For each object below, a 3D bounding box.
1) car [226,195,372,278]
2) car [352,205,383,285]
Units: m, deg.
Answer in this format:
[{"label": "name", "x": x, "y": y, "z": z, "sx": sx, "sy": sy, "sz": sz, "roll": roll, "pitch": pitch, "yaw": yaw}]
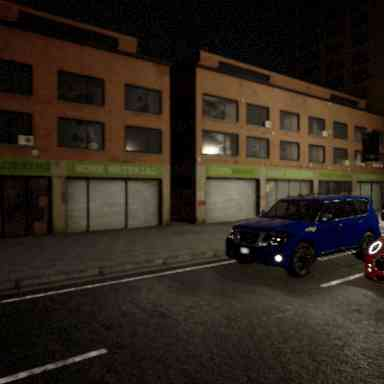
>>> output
[{"label": "car", "x": 3.613, "y": 1.138, "z": 10.245, "sx": 5.566, "sy": 2.045, "sz": 2.150, "roll": -1, "pitch": 0, "yaw": -35}, {"label": "car", "x": 6.197, "y": 1.261, "z": 8.092, "sx": 4.553, "sy": 1.767, "sz": 2.097, "roll": -1, "pitch": 0, "yaw": -35}]
